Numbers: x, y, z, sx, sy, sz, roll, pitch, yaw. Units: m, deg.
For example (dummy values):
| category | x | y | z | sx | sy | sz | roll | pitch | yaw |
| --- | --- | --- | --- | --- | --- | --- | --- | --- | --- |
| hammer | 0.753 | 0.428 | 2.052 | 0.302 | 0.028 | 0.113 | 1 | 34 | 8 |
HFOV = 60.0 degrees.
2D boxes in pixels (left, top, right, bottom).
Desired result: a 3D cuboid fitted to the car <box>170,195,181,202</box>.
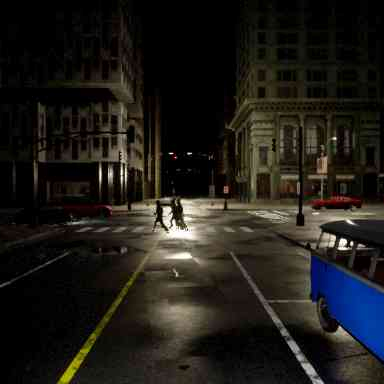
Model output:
| category | x | y | z | sx | sy | sz | roll | pitch | yaw |
| --- | --- | --- | --- | --- | --- | --- | --- | --- | --- |
| car | -3.504 | 1.466 | 71.040 | 1.994 | 1.385 | 4.181 | 0 | 0 | -1 |

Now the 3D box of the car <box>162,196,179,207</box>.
| category | x | y | z | sx | sy | sz | roll | pitch | yaw |
| --- | --- | --- | --- | --- | --- | --- | --- | --- | --- |
| car | -3.353 | 1.509 | 48.237 | 2.033 | 1.411 | 5.357 | 0 | 0 | 0 |

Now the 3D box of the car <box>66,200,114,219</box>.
| category | x | y | z | sx | sy | sz | roll | pitch | yaw |
| --- | --- | --- | --- | --- | --- | --- | --- | --- | --- |
| car | -9.125 | 1.432 | 28.956 | 4.553 | 1.767 | 2.097 | -1 | 0 | -12 |

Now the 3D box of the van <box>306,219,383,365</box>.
| category | x | y | z | sx | sy | sz | roll | pitch | yaw |
| --- | --- | --- | --- | --- | --- | --- | --- | --- | --- |
| van | 2.836 | 1.341 | 4.232 | 1.690 | 1.788 | 3.998 | 0 | 0 | 0 |

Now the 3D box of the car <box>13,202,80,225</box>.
| category | x | y | z | sx | sy | sz | roll | pitch | yaw |
| --- | --- | --- | --- | --- | --- | --- | --- | --- | --- |
| car | -10.998 | 1.704 | 24.863 | 4.181 | 1.385 | 1.994 | -1 | 0 | 0 |

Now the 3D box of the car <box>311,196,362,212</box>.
| category | x | y | z | sx | sy | sz | roll | pitch | yaw |
| --- | --- | --- | --- | --- | --- | --- | --- | --- | --- |
| car | 15.103 | 1.218 | 34.937 | 5.008 | 1.535 | 1.882 | -1 | 0 | 0 |

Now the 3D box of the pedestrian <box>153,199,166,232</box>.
| category | x | y | z | sx | sy | sz | roll | pitch | yaw |
| --- | --- | --- | --- | --- | --- | --- | --- | --- | --- |
| pedestrian | -1.729 | 1.287 | 17.658 | 0.375 | 1.860 | 0.375 | 0 | 0 | 0 |

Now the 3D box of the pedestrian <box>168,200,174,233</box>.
| category | x | y | z | sx | sy | sz | roll | pitch | yaw |
| --- | --- | --- | --- | --- | --- | --- | --- | --- | --- |
| pedestrian | -0.992 | 1.287 | 18.857 | 0.375 | 1.860 | 0.375 | 0 | 0 | 0 |

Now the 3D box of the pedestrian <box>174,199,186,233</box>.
| category | x | y | z | sx | sy | sz | roll | pitch | yaw |
| --- | --- | --- | --- | --- | --- | --- | --- | --- | --- |
| pedestrian | -0.651 | 1.287 | 18.260 | 0.375 | 1.860 | 0.375 | 0 | 0 | 0 |
